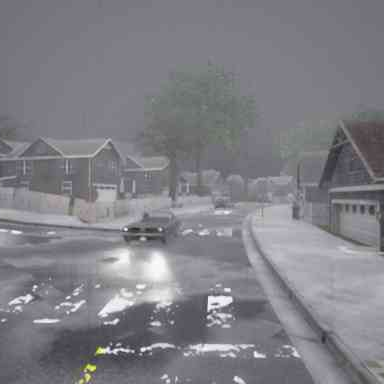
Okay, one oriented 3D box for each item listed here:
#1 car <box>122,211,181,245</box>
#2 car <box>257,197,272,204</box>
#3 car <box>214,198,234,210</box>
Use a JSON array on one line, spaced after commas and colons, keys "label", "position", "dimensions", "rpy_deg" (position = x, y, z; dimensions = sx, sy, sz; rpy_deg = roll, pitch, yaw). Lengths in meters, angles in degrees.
[{"label": "car", "position": [-1.743, 1.597, 15.632], "dimensions": [1.895, 1.301, 4.718], "rpy_deg": [0, 0, 7]}, {"label": "car", "position": [14.639, 1.644, 67.082], "dimensions": [2.033, 1.411, 5.357], "rpy_deg": [0, -1, 28]}, {"label": "car", "position": [4.160, 1.509, 42.527], "dimensions": [1.994, 1.385, 4.181], "rpy_deg": [0, 0, 18]}]
